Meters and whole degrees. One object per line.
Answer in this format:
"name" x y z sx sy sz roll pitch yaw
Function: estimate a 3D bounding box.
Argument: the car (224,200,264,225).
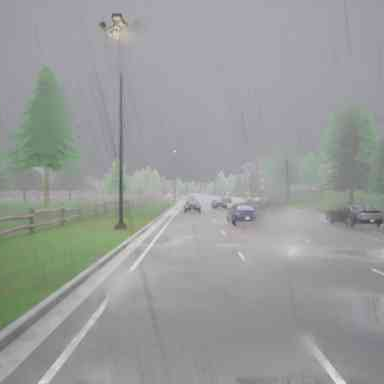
"car" 3.606 1.540 23.881 1.812 1.442 4.674 0 0 0

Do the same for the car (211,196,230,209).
"car" 3.609 1.628 44.982 1.895 1.301 4.718 0 0 0

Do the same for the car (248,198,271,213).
"car" 7.077 1.514 37.860 2.128 1.511 4.902 0 0 0

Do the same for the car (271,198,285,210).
"car" 10.610 1.503 43.425 1.882 1.535 5.008 0 0 0

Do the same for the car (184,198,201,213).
"car" 0.079 1.624 37.908 1.895 1.301 4.718 0 0 0

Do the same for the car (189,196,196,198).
"car" 0.014 1.582 70.146 2.033 1.411 5.357 0 0 0

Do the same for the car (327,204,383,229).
"car" 10.605 1.504 21.995 2.128 1.511 4.902 0 0 0

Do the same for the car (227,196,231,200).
"car" 7.013 1.565 67.905 1.812 1.442 4.674 0 0 0
